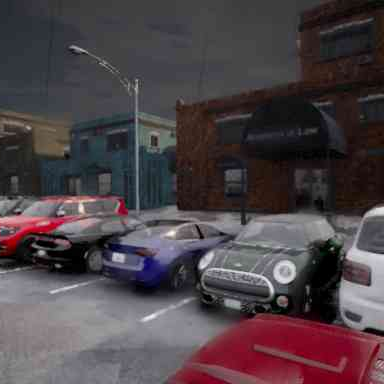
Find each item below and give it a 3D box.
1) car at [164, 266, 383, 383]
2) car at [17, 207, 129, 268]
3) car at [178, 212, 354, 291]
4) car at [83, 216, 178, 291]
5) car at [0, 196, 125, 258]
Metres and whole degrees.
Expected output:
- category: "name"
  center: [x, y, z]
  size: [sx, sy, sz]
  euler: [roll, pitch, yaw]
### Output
- category: "car"
  center: [2.033, 1.605, 1.927]
  size: [4.718, 1.301, 1.895]
  euler: [0, 0, 35]
- category: "car"
  center: [-2.507, 1.443, 10.736]
  size: [2.097, 1.535, 5.008]
  euler: [0, 0, 35]
- category: "car"
  center: [2.000, 1.338, 7.566]
  size: [2.185, 1.767, 4.553]
  euler: [0, 0, 35]
- category: "car"
  center: [-0.247, 1.482, 9.166]
  size: [2.163, 1.488, 4.792]
  euler: [0, 0, 35]
- category: "car"
  center: [-4.766, 1.194, 12.318]
  size: [2.435, 2.045, 5.566]
  euler: [0, 0, 35]
